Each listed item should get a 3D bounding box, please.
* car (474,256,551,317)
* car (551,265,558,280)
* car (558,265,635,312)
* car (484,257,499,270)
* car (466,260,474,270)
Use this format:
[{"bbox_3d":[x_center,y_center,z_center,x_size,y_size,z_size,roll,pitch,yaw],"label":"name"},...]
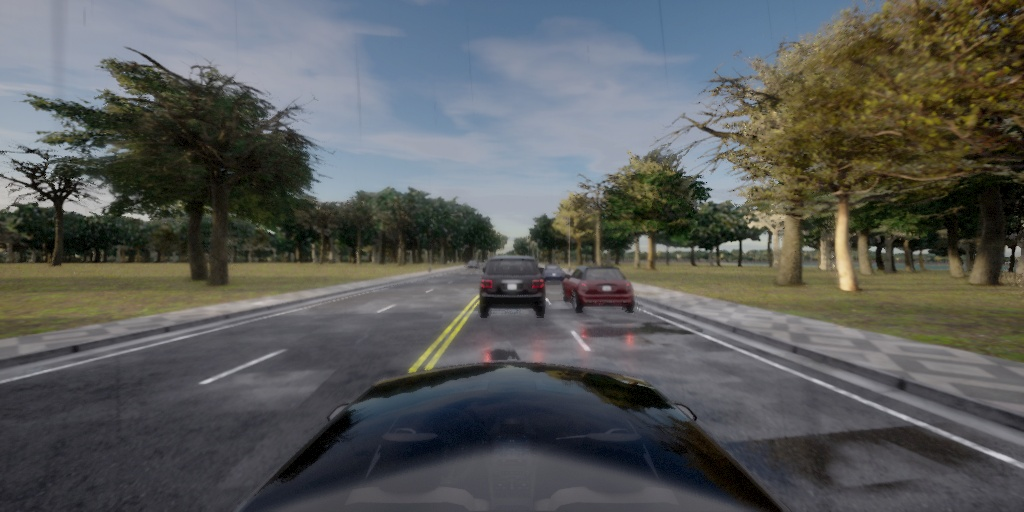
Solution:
[{"bbox_3d":[0.035,1.012,13.429,2.150,2.045,5.566,0,0,1],"label":"car"},{"bbox_3d":[3.297,1.421,29.860,1.994,1.385,4.181,0,0,0],"label":"car"},{"bbox_3d":[3.295,1.145,14.524,2.097,1.767,4.553,0,0,1],"label":"car"},{"bbox_3d":[-3.313,1.215,58.938,2.150,2.045,5.566,0,0,1],"label":"car"},{"bbox_3d":[-6.553,1.504,60.294,1.837,1.490,4.892,0,0,0],"label":"car"}]
